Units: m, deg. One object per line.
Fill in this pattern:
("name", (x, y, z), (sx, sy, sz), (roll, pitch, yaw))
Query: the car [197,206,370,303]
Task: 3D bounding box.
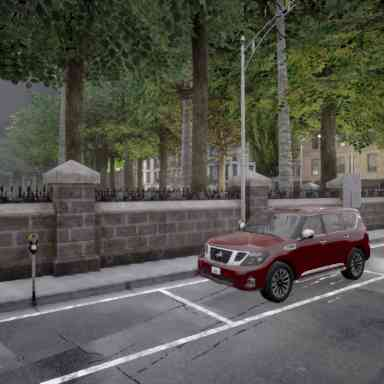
("car", (2.532, 1.314, 8.398), (5.009, 1.841, 2.192), (0, 0, -36))
